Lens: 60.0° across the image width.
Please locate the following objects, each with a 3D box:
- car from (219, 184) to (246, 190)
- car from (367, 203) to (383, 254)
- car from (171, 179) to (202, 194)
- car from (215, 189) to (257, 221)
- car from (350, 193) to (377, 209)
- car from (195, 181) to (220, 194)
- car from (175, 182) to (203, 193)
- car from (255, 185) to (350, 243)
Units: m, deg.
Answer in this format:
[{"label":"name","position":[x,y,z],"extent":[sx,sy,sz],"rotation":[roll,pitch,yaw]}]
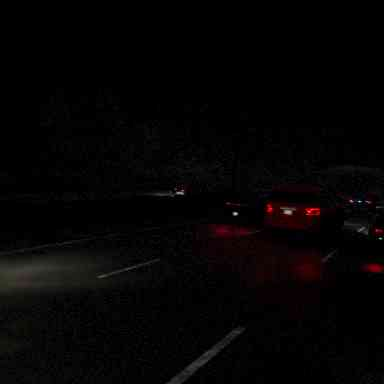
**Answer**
[{"label":"car","position":[5.553,-0.028,40.576],"extent":[1.994,1.385,4.181],"rotation":[4,3,34]},{"label":"car","position":[7.295,1.320,11.388],"extent":[1.994,1.385,4.181],"rotation":[4,3,34]},{"label":"car","position":[-0.493,-0.755,44.075],"extent":[2.150,2.045,5.566],"rotation":[4,3,34]},{"label":"car","position":[3.487,0.801,18.261],"extent":[2.128,1.511,4.902],"rotation":[4,3,34]},{"label":"car","position":[15.257,0.808,29.589],"extent":[2.033,1.411,5.357],"rotation":[4,3,34]},{"label":"car","position":[2.882,-0.316,42.859],"extent":[1.882,1.535,5.008],"rotation":[4,3,34]},{"label":"car","position":[-0.381,-0.750,50.535],"extent":[1.837,1.490,4.892],"rotation":[4,3,34]},{"label":"car","position":[4.890,0.768,14.064],"extent":[2.150,2.045,5.566],"rotation":[4,3,33]}]
